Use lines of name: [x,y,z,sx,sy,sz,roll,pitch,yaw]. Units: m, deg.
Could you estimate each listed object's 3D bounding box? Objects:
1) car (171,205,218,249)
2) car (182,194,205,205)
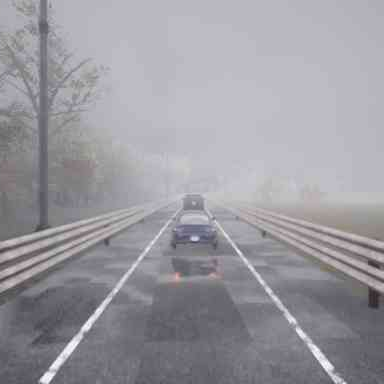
car: [0.098,1.525,14.464,1.812,1.442,4.674,0,0,0]
car: [0.188,1.219,34.841,2.150,2.045,5.566,0,0,0]
